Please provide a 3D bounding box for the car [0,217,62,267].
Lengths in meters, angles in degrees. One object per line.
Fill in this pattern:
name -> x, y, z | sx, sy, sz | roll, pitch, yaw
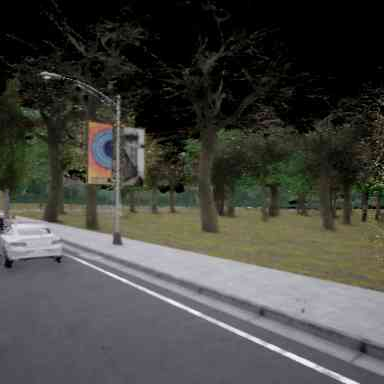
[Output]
car -> -6.397, 1.892, 12.904 | 1.812, 1.442, 4.674 | 2, -2, -36

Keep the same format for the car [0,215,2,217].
car -> -15.595, 2.198, 25.380 | 1.882, 1.535, 5.008 | 2, -2, -36
